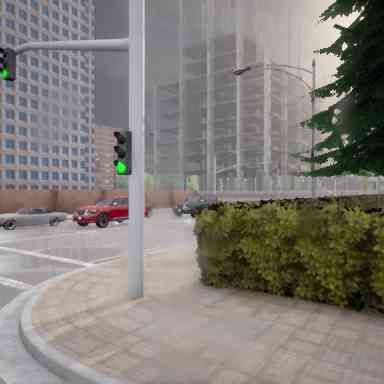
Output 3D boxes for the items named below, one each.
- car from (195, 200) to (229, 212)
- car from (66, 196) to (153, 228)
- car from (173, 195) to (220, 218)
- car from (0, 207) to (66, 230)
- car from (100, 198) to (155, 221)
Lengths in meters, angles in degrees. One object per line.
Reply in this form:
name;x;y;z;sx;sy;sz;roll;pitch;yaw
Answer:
car;2.532;1.656;40.408;1.895;1.301;4.718;0;0;36
car;-5.523;1.277;23.188;2.150;2.045;5.566;0;0;33
car;0.517;1.277;31.613;2.150;2.045;5.566;0;0;36
car;-10.765;1.656;21.823;1.895;1.301;4.718;0;0;36
car;-5.549;1.407;29.150;2.097;1.767;4.553;0;0;36
